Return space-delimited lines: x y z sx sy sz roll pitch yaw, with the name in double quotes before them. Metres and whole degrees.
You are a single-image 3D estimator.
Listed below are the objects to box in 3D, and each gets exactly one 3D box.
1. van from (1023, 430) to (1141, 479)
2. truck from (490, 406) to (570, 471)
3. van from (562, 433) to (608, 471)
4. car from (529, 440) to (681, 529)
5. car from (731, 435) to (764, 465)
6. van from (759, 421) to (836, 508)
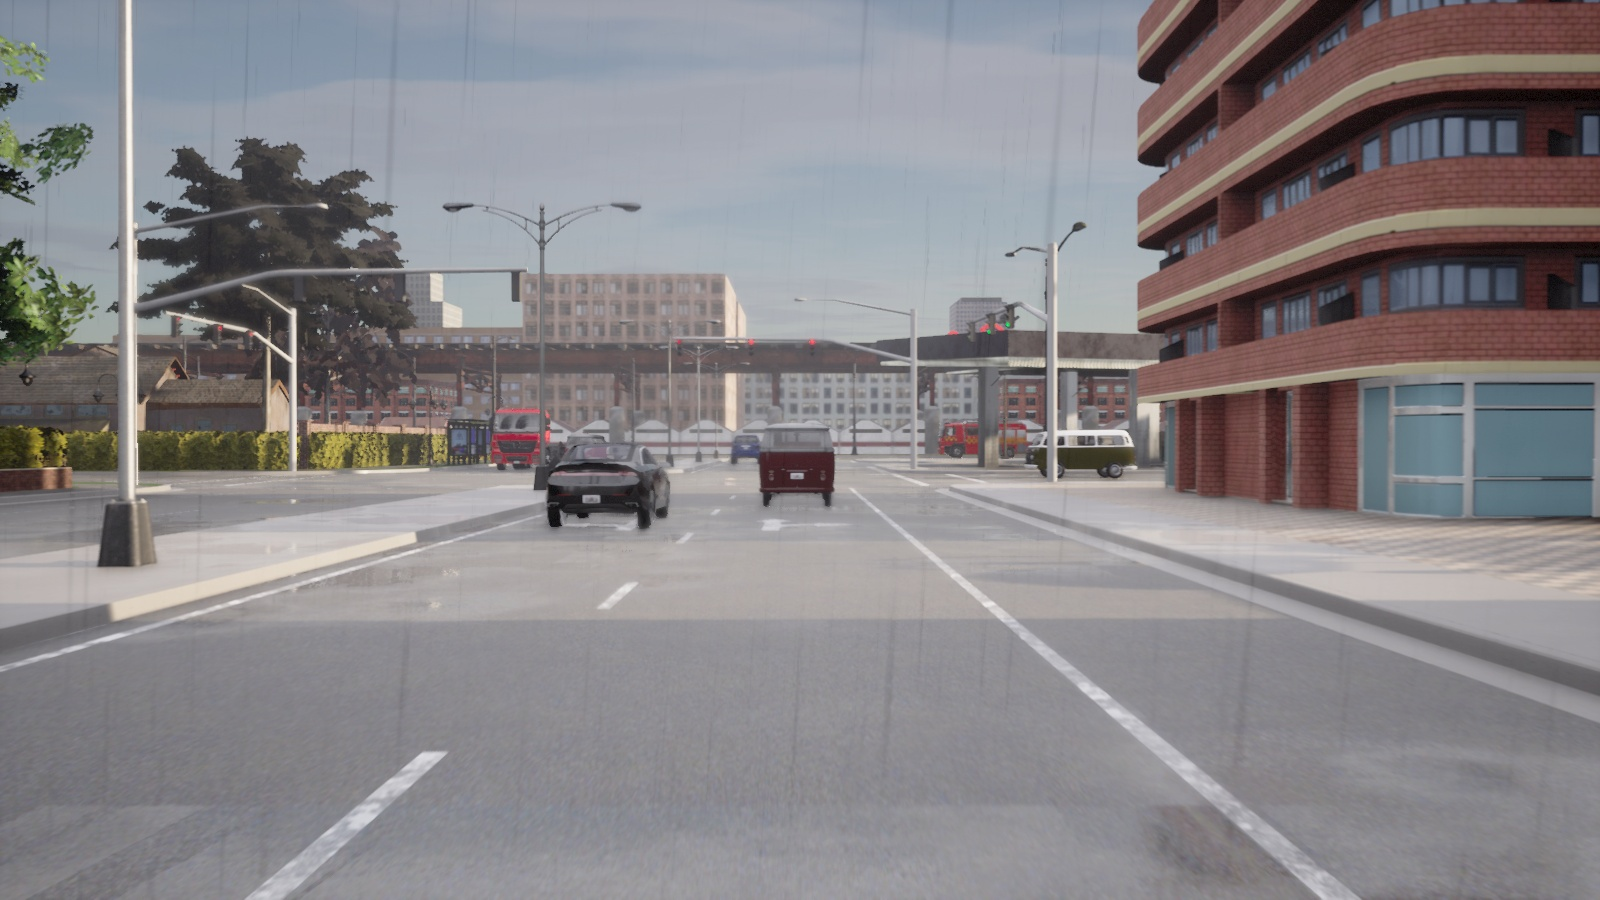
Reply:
"van" 11.812 0.181 52.847 4.480 2.038 2.069 0 0 -2
"truck" -15.199 -0.649 71.315 2.891 3.462 7.936 0 0 0
"van" -11.647 0.105 68.350 1.775 1.987 4.442 0 0 0
"car" -3.540 0.566 23.760 2.128 1.511 4.902 0 0 0
"car" -3.696 -0.040 89.218 2.150 2.045 5.566 0 0 0
"van" -0.057 0.324 31.066 1.775 1.987 4.442 0 0 0
